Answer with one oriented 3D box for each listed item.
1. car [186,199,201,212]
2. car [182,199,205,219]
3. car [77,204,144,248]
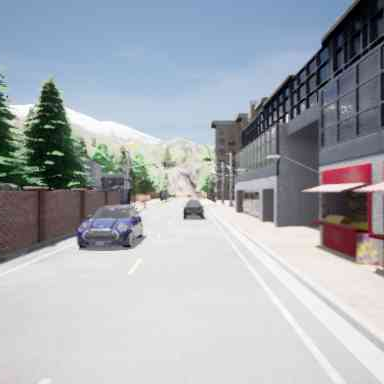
[{"bbox_3d":[0.161,1.637,41.523,1.837,1.490,4.892,0,0,0],"label":"car"},{"bbox_3d":[0.144,1.600,30.173,1.837,1.490,4.892,0,0,0],"label":"car"},{"bbox_3d":[-3.515,1.397,15.026,2.097,1.767,4.553,0,0,1],"label":"car"}]
